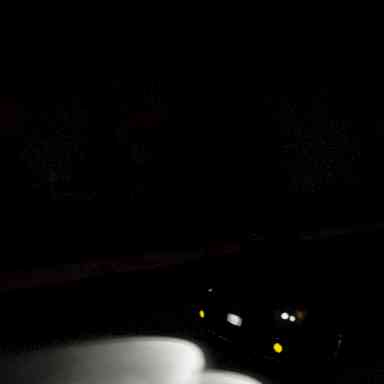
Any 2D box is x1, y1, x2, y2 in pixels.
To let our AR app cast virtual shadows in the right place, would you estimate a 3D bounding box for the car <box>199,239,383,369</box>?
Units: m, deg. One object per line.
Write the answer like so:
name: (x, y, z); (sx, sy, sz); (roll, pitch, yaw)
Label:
car: (2.152, 1.565, 5.790); (4.181, 1.385, 1.994); (0, 0, -38)
